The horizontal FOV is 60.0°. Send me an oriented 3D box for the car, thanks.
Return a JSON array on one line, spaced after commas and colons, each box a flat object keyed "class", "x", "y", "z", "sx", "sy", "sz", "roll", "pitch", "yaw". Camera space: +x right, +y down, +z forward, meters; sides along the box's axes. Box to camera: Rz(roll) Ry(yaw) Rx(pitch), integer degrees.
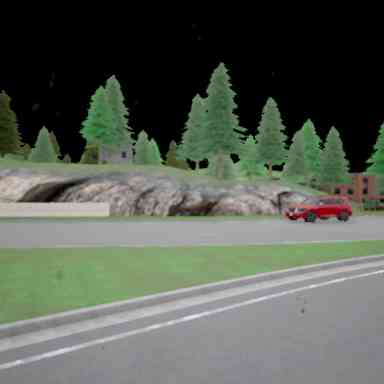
[{"class": "car", "x": 10.252, "y": 1.378, "z": 26.782, "sx": 5.566, "sy": 2.045, "sz": 2.150, "roll": 0, "pitch": 0, "yaw": -22}]
